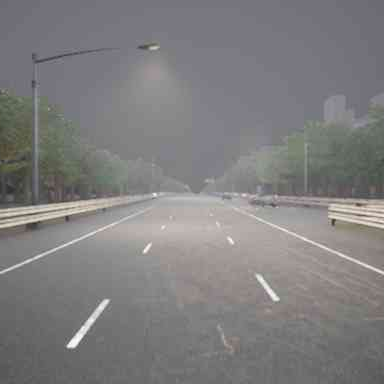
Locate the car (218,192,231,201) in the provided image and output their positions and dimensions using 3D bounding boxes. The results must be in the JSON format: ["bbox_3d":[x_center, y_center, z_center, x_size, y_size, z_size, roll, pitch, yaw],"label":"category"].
[{"bbox_3d":[6.994,0.930,68.944,1.882,1.535,5.008,0,0,0],"label":"car"}]

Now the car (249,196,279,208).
[{"bbox_3d":[9.098,1.228,42.533,2.033,1.411,5.357,0,0,-14],"label":"car"}]
